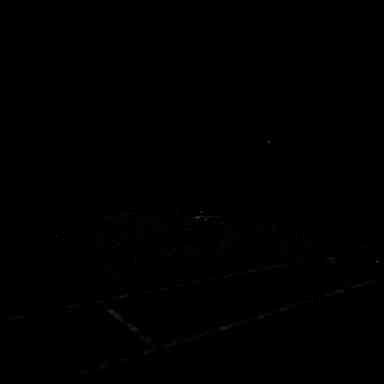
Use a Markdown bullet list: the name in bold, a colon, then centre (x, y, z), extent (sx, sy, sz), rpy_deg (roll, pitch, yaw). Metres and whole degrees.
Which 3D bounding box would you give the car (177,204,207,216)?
- **car**: centre (-0.076, 2.155, 39.738), extent (1.994, 1.385, 4.181), rpy_deg (0, -1, -35)

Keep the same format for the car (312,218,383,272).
- **car**: centre (5.704, 1.547, 10.717), extent (4.313, 1.339, 1.947), rpy_deg (0, 0, -36)
